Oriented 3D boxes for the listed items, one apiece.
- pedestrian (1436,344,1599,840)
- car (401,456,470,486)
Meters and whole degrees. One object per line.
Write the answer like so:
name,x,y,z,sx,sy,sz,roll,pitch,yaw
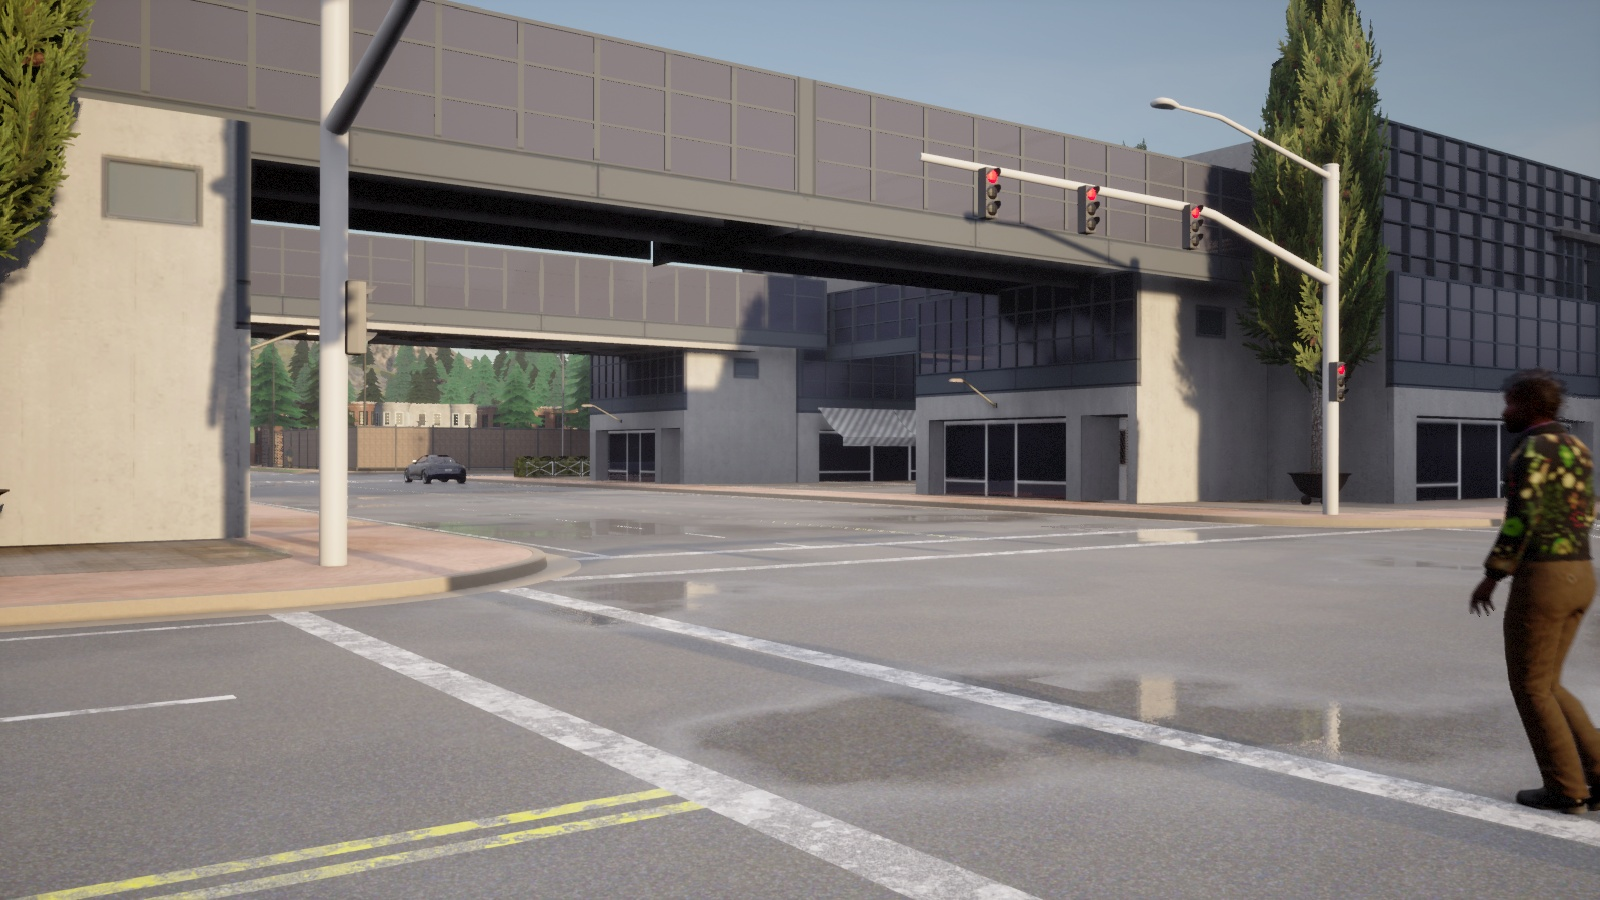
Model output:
pedestrian,3.110,0.553,5.250,0.395,1.930,0.692,0,0,-33
car,-17.685,0.995,60.802,1.994,1.385,4.181,0,0,-34
